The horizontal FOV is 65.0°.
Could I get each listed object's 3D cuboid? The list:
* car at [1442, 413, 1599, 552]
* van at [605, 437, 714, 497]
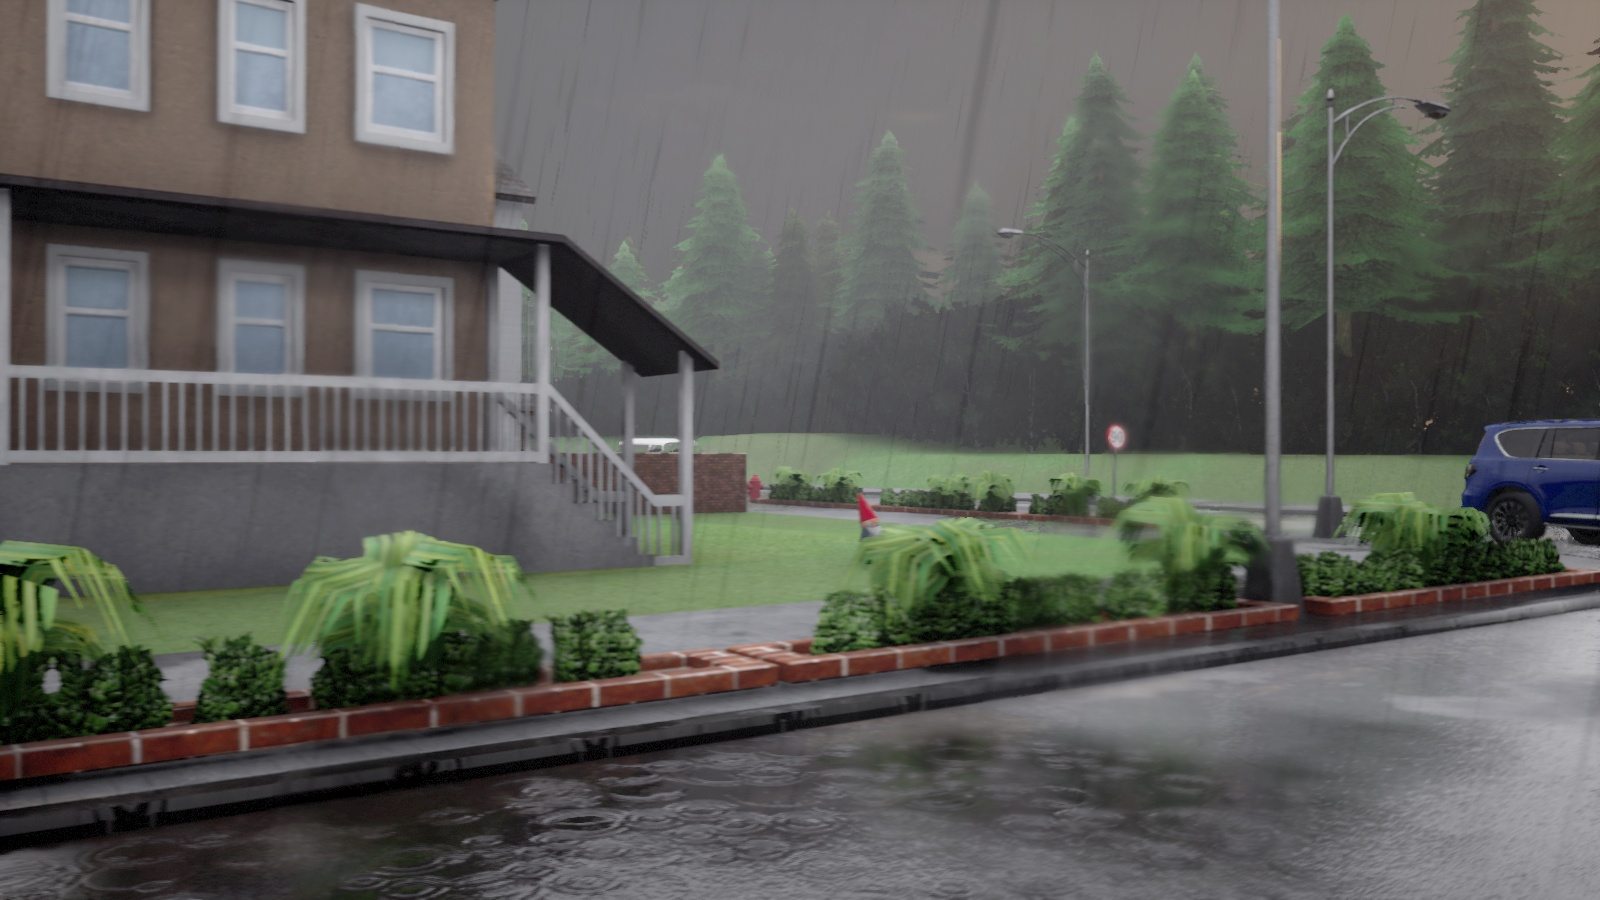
[{"bbox_3d":[12.781,0.484,18.836,2.150,2.045,5.566,0,0,-22],"label":"car"},{"bbox_3d":[-5.162,0.591,45.708,2.069,2.038,4.480,0,0,-35],"label":"van"}]
